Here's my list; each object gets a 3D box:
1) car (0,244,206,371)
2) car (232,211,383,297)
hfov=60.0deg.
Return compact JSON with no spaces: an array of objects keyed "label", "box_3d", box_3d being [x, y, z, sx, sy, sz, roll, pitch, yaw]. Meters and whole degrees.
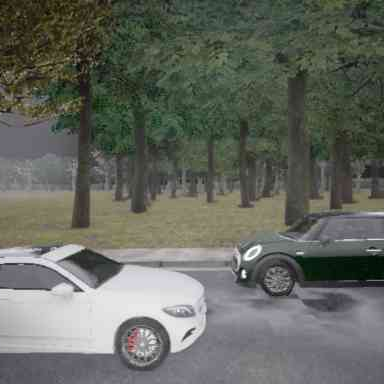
[{"label":"car","box_3d":[-2.134,1.578,5.160,4.674,1.442,1.812,-1,0,3]},{"label":"car","box_3d":[3.215,1.253,7.793,4.553,1.767,2.097,-1,1,3]}]
